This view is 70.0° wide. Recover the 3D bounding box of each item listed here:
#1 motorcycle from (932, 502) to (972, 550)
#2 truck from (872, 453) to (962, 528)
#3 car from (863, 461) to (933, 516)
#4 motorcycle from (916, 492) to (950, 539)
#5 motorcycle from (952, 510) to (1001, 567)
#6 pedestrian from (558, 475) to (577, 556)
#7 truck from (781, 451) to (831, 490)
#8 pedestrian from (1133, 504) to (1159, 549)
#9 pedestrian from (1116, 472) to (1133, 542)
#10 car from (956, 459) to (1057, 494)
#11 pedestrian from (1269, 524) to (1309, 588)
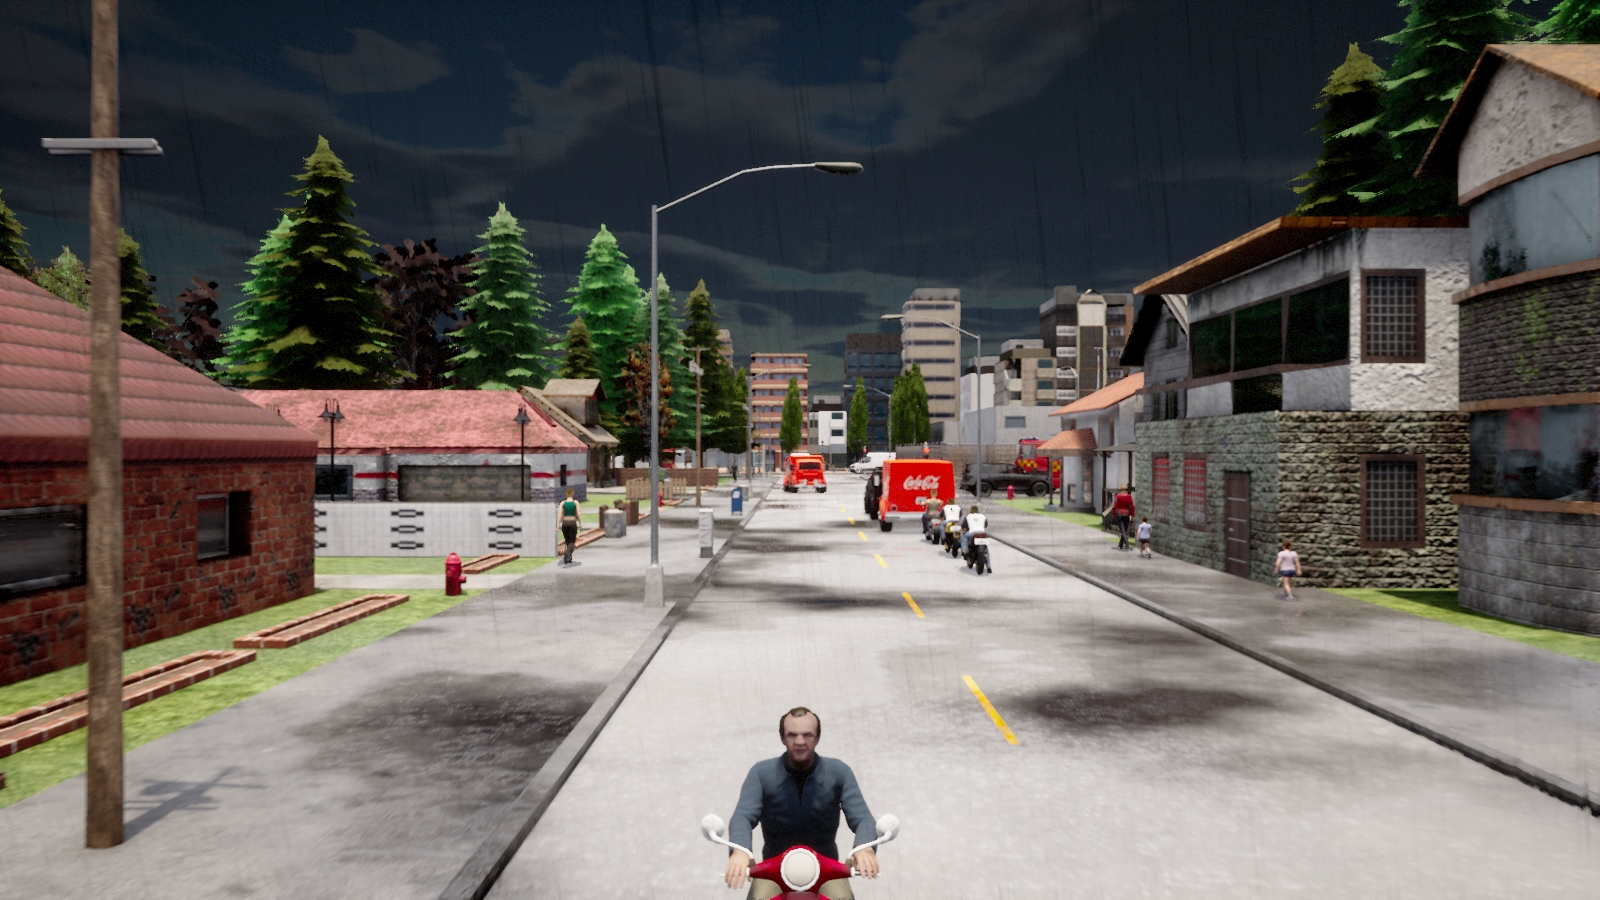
[{"bbox_3d":[4.004,1.993,30.225,0.803,1.145,2.033,0,0,0],"label":"motorcycle"},{"bbox_3d":[4.010,1.348,40.272,2.627,2.467,5.204,0,0,0],"label":"truck"},{"bbox_3d":[4.005,1.534,47.826,2.390,2.098,6.274,0,0,0],"label":"car"},{"bbox_3d":[4.008,1.950,34.561,0.764,1.277,2.356,0,0,0],"label":"motorcycle"},{"bbox_3d":[4.005,1.993,26.108,0.803,1.145,2.033,0,0,0],"label":"motorcycle"},{"bbox_3d":[-5.411,1.524,26.645,0.375,1.860,0.375,0,0,-1],"label":"pedestrian"},{"bbox_3d":[0.344,1.366,75.337,2.627,2.467,5.204,0,-1,-7],"label":"truck"},{"bbox_3d":[8.606,1.904,28.442,0.500,1.100,0.500,0,0,2],"label":"pedestrian"},{"bbox_3d":[8.690,1.523,30.617,0.375,1.860,0.375,0,0,3],"label":"pedestrian"},{"bbox_3d":[12.258,1.559,67.983,5.566,2.045,2.150,0,0,-3],"label":"car"},{"bbox_3d":[8.793,1.902,20.560,0.500,1.100,0.500,0,0,-4],"label":"pedestrian"}]
